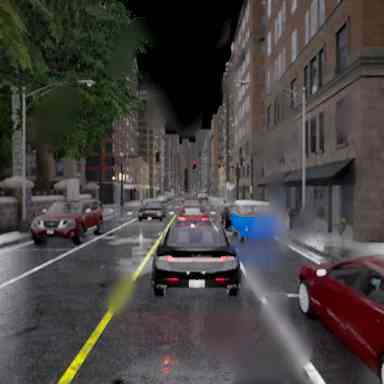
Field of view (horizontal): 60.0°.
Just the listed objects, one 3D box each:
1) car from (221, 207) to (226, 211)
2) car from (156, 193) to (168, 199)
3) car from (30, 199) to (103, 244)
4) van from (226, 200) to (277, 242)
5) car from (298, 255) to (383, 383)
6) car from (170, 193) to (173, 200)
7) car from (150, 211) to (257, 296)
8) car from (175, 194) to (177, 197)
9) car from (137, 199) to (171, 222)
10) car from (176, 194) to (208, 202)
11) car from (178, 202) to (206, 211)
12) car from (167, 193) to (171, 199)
[{"bbox_3d":[2.831,1.527,21.548,1.947,1.339,4.313,0,0,0],"label":"car"},{"bbox_3d":[-5.736,1.395,59.357,1.752,1.417,4.829,0,0,0],"label":"car"},{"bbox_3d":[-5.687,1.287,15.838,2.192,1.841,5.009,0,0,0],"label":"car"},{"bbox_3d":[2.837,1.313,15.888,1.690,1.788,3.998,0,0,0],"label":"van"},{"bbox_3d":[2.850,1.537,4.567,1.887,1.381,4.507,0,0,0],"label":"car"},{"bbox_3d":[-5.749,1.393,70.429,1.887,1.381,4.507,0,0,0],"label":"car"},{"bbox_3d":[0.090,1.477,8.574,2.128,1.511,4.902,0,0,0],"label":"car"},{"bbox_3d":[-5.767,1.373,86.781,2.008,1.369,4.403,0,0,0],"label":"car"},{"bbox_3d":[-3.030,1.497,26.313,2.033,1.411,5.357,0,0,0],"label":"car"},{"bbox_3d":[0.017,1.299,27.793,2.097,1.767,4.553,0,0,2],"label":"car"},{"bbox_3d":[0.082,1.492,18.836,1.812,1.442,4.674,0,0,0],"label":"car"},{"bbox_3d":[-5.742,1.409,64.978,2.008,1.369,4.403,0,0,0],"label":"car"}]
